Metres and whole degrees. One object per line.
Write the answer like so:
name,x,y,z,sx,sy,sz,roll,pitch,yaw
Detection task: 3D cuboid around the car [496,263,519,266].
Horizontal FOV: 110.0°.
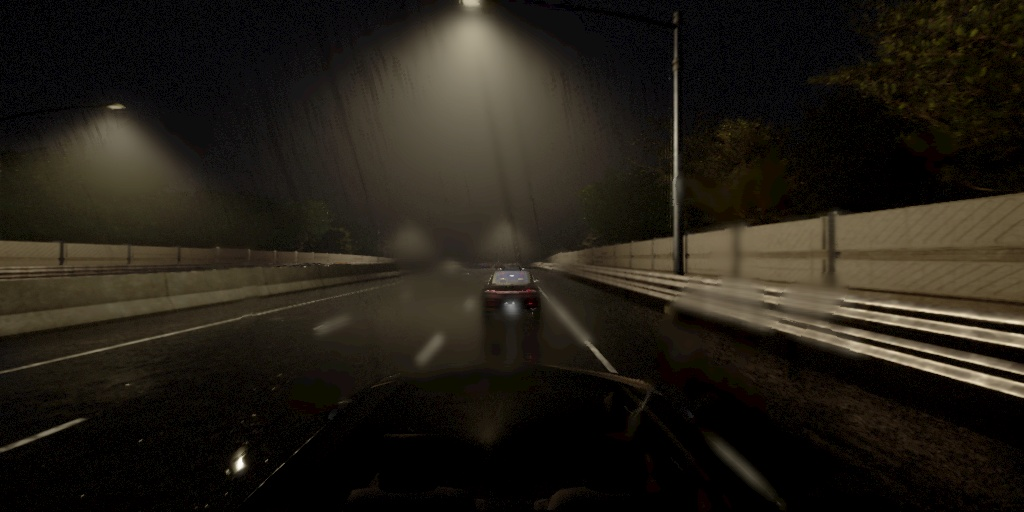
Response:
car,0.002,1.395,27.295,1.994,1.385,4.181,0,-1,0

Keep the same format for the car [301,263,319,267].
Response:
car,-24.496,1.590,44.016,2.033,1.411,5.357,0,-1,0

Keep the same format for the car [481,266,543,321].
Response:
car,0.002,1.255,12.564,2.128,1.511,4.902,0,0,0

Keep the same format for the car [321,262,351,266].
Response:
car,-20.996,1.509,44.017,1.882,1.535,5.008,0,-1,0
